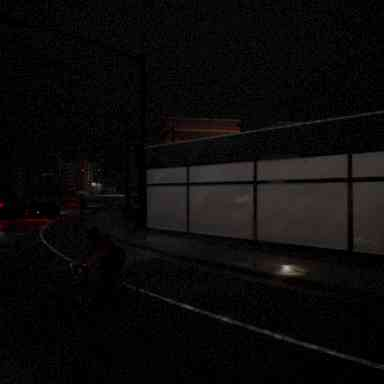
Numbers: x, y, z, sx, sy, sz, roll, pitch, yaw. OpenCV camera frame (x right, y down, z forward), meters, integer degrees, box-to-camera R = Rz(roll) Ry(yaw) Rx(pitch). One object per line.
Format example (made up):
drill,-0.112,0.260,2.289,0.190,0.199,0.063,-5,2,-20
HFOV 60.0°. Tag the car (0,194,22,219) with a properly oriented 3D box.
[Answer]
car,-16.725,1.221,29.298,2.150,2.045,5.566,0,0,-11

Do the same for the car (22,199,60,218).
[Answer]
car,-13.342,1.491,30.214,2.128,1.511,4.902,0,0,-11

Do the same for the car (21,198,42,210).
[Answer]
car,-20.756,1.546,42.971,1.994,1.385,4.181,0,0,-33

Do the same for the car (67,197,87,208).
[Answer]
car,-16.102,1.457,46.746,1.882,1.535,5.008,0,0,-7

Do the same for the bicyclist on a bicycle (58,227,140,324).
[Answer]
bicyclist on a bicycle,-1.648,1.453,6.077,1.656,1.620,0.582,-3,2,-44
